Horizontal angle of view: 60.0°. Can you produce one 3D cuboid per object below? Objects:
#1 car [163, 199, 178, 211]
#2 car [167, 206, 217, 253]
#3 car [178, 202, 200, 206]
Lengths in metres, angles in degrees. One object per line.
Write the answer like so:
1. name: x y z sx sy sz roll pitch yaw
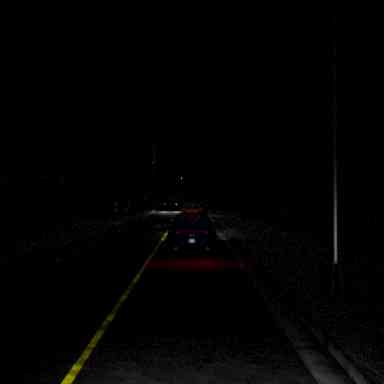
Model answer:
1. car: -3.007 1.820 48.674 2.097 1.767 4.553 0 0 0
2. car: 0.006 1.617 14.468 1.882 1.535 5.008 0 0 0
3. car: 0.004 1.762 29.466 1.882 1.535 5.008 0 0 0
